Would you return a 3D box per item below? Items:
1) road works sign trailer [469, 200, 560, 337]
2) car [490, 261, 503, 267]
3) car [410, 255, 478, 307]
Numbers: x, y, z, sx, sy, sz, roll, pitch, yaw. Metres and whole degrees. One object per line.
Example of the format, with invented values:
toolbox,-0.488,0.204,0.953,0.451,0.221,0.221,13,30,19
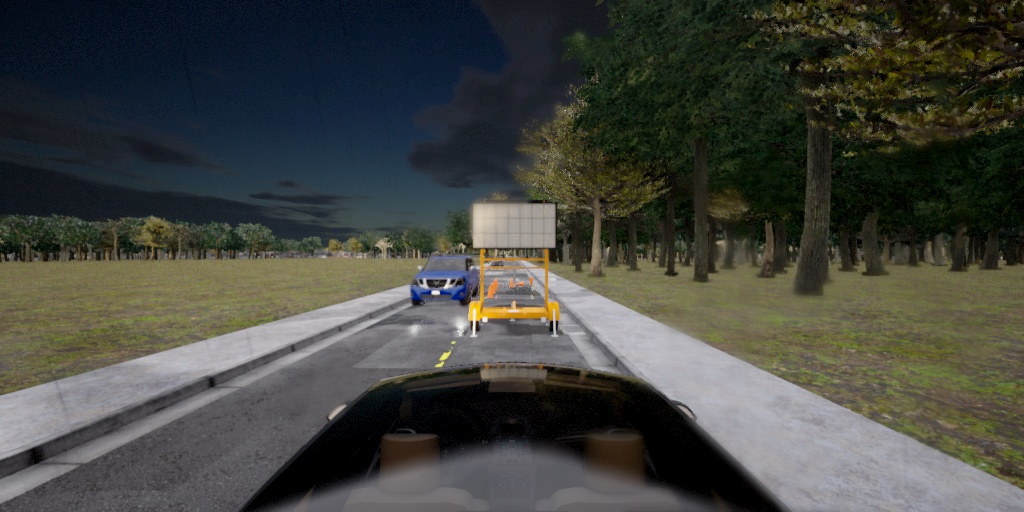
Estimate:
road works sign trailer,0.067,0.214,10.256,2.380,3.560,2.880,0,0,0
car,-2.435,1.312,58.582,1.994,1.385,4.181,0,0,1
car,-2.746,0.971,15.762,2.150,2.045,5.566,0,0,0
